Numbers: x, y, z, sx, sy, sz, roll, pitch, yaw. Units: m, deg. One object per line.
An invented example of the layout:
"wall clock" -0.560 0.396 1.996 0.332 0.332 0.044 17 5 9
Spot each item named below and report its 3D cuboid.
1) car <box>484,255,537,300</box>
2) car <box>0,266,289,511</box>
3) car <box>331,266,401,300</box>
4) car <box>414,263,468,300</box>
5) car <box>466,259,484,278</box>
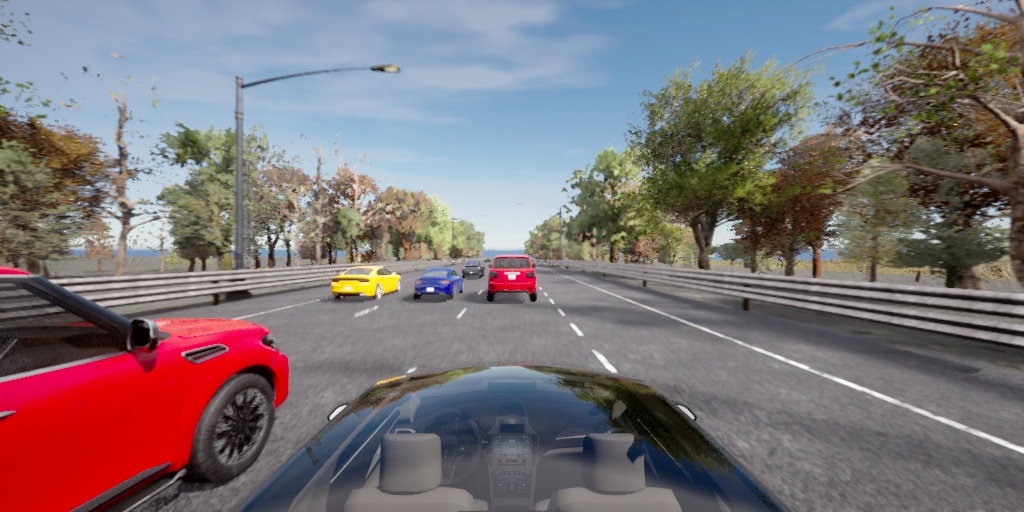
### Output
"car" 0.002 0.972 17.659 2.150 2.045 5.566 0 0 0
"car" -3.499 0.972 1.520 2.150 2.045 5.566 0 0 0
"car" -6.998 1.227 17.744 1.882 1.535 5.008 0 0 0
"car" -3.499 1.276 17.665 1.812 1.442 4.674 0 0 0
"car" -3.497 1.243 33.335 2.128 1.511 4.902 0 0 0
